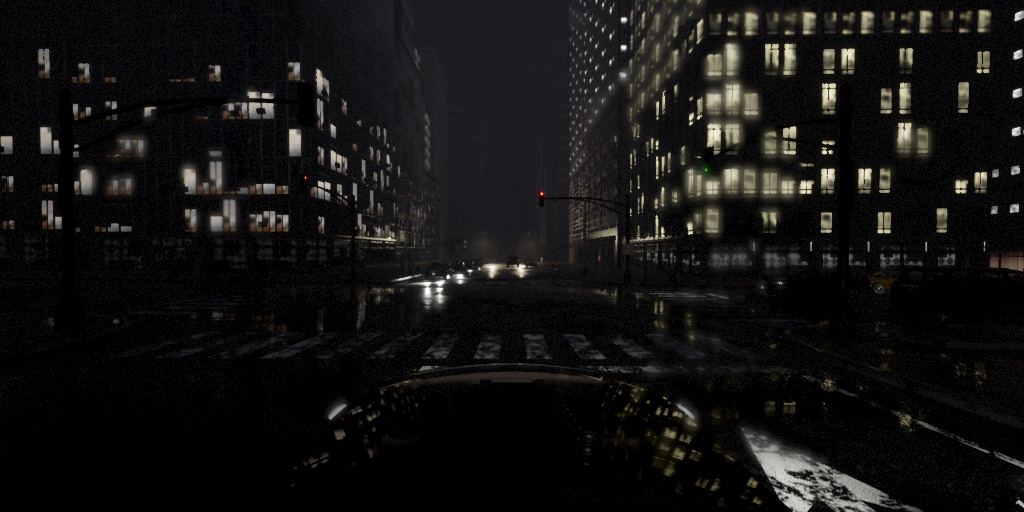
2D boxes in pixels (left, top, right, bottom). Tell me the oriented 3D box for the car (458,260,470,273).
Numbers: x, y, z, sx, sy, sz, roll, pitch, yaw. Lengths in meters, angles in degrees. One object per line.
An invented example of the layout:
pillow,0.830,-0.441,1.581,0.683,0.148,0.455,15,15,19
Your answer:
car,-6.504,1.326,42.357,1.895,1.301,4.718,0,0,0

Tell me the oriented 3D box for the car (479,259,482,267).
car,-6.386,1.180,63.965,1.882,1.535,5.008,0,0,1

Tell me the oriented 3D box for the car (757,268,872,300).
car,15.281,1.357,18.275,4.902,1.511,2.128,1,1,2

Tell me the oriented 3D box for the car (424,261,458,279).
car,-6.529,1.225,32.352,2.128,1.511,4.902,0,0,0

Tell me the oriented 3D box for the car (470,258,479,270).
car,-6.470,1.262,52.710,2.033,1.411,5.357,0,0,0

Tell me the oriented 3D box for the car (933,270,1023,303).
car,25.105,1.500,18.050,5.357,1.411,2.033,0,1,1

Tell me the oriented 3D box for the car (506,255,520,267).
car,0.150,0.925,62.880,2.150,2.045,5.566,0,0,0

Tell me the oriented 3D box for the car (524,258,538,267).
car,3.402,1.229,63.259,1.812,1.442,4.674,0,0,0

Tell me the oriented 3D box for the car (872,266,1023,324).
car,16.216,1.281,12.444,5.009,1.841,2.192,0,0,1
